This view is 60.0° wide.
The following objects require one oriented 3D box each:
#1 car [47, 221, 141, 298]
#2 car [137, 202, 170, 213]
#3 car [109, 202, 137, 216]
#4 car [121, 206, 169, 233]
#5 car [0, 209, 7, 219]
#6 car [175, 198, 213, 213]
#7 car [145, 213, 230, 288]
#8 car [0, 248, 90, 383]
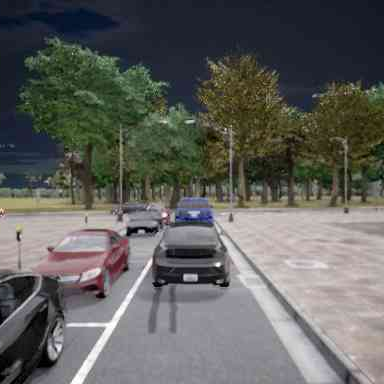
[{"bbox_3d":[-2.642,1.645,8.567,1.802,1.307,4.206,-1,0,0],"label":"car"},{"bbox_3d":[-2.634,1.622,24.873,1.967,1.590,4.097,-1,0,0],"label":"car"},{"bbox_3d":[-6.815,1.869,37.045,4.892,1.490,1.837,-1,-3,16],"label":"car"},{"bbox_3d":[-2.636,1.708,19.437,1.947,1.339,4.313,-1,0,0],"label":"car"},{"bbox_3d":[-21.900,2.018,34.712,4.553,1.767,2.097,-1,0,0],"label":"car"},{"bbox_3d":[0.110,1.371,20.478,2.150,2.045,5.566,0,0,0],"label":"car"},{"bbox_3d":[-0.016,1.575,9.462,1.837,1.490,4.892,0,0,0],"label":"car"},{"bbox_3d":[-2.645,1.589,3.133,1.947,1.339,4.313,-1,0,0],"label":"car"}]
